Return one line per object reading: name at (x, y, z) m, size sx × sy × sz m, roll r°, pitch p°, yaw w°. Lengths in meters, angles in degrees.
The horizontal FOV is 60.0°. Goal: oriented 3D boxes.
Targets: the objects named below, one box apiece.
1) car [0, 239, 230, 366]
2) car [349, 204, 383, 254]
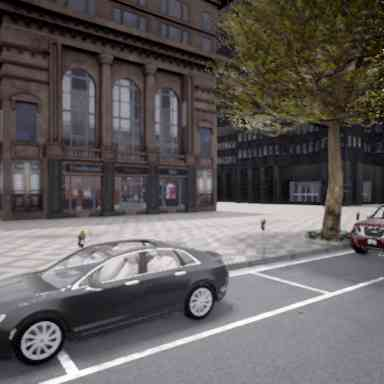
car at (-1.321, 1.549, 5.707) m, size 4.403 × 1.369 × 2.008 m, roll 0°, pitch 0°, yaw -35°
car at (7.923, 1.304, 12.299) m, size 5.009 × 1.841 × 2.192 m, roll 0°, pitch 0°, yaw -35°
